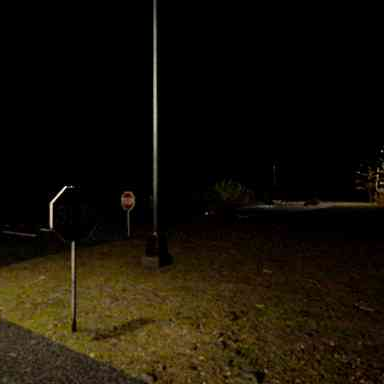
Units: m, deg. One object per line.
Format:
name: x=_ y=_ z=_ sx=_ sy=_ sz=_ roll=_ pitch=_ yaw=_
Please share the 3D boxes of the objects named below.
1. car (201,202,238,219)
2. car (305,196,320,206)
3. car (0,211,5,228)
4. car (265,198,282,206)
car: x=2.558 y=1.671 z=30.570 sx=1.812 sy=1.442 sz=4.674 roll=0 pitch=0 yaw=34
car: x=22.007 y=1.598 z=60.827 sx=2.097 sy=1.767 sz=4.553 roll=0 pitch=0 yaw=28
car: x=-13.492 y=1.435 z=19.165 sx=2.097 sy=1.767 sz=4.553 roll=0 pitch=0 yaw=34
car: x=15.183 y=1.843 z=62.103 sx=1.895 sy=1.301 sz=4.718 roll=0 pitch=0 yaw=34
